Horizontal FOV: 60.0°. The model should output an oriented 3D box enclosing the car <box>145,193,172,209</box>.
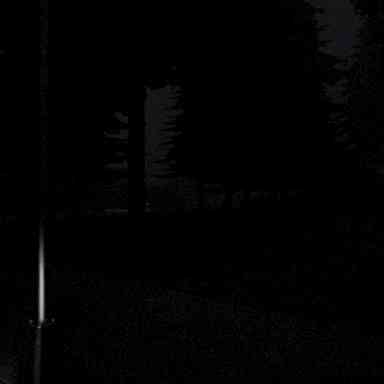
[{"bbox_3d":[-5.072,1.186,46.240,2.150,2.045,5.566,0,0,36],"label":"car"}]
